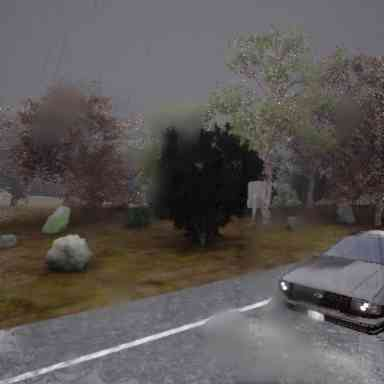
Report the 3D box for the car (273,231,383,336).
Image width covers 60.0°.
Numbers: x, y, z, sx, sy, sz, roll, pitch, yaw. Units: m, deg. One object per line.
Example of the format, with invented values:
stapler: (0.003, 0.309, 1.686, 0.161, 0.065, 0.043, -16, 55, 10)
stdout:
car: (4.006, 1.560, 6.935, 5.357, 1.411, 2.033, 0, 0, -39)
